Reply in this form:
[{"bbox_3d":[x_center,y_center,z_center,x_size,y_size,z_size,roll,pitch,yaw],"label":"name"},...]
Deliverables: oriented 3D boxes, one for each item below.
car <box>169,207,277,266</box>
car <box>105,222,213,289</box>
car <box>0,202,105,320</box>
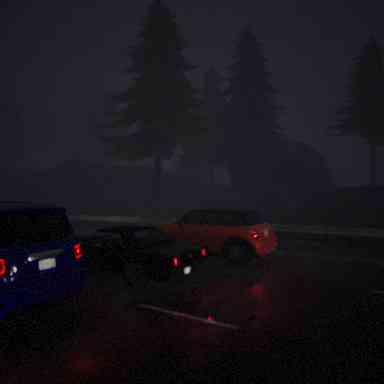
[{"bbox_3d":[0.507,1.316,11.531,4.553,1.767,2.097,0,0,31],"label":"car"},{"bbox_3d":[-2.021,1.578,9.059,4.718,1.301,1.895,0,0,30],"label":"car"},{"bbox_3d":[-4.587,1.212,6.510,5.566,2.045,2.150,0,0,30],"label":"car"}]
